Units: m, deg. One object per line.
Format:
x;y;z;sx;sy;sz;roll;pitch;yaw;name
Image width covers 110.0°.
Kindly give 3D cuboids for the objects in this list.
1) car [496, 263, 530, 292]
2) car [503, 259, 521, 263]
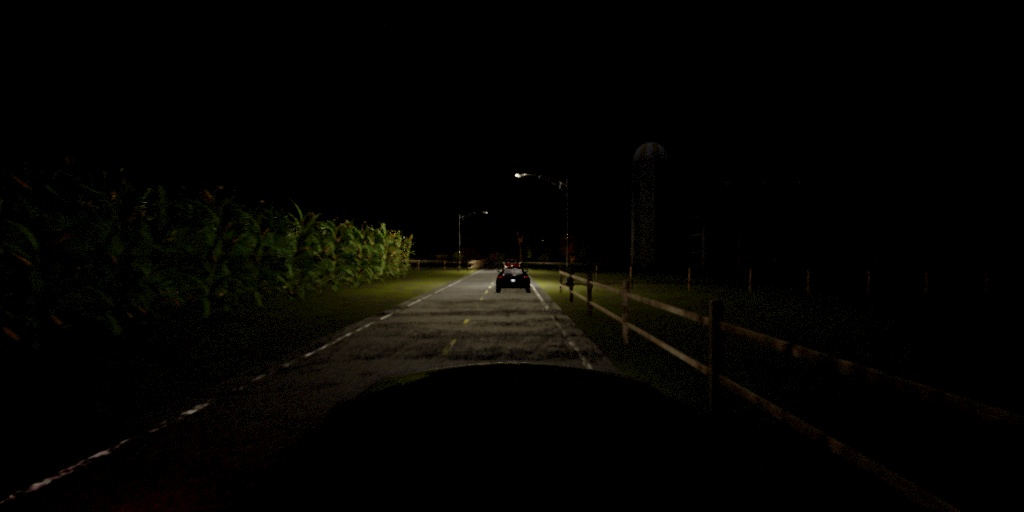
0.057;1.309;21.553;1.994;1.385;4.181;0;0;0;car
0.006;1.105;41.320;2.097;1.767;4.553;0;0;0;car
